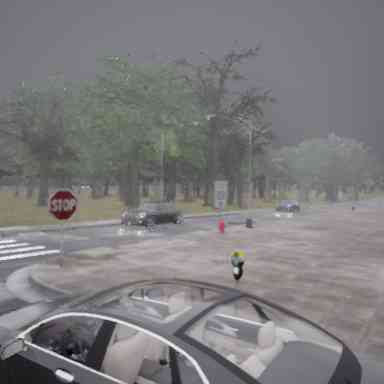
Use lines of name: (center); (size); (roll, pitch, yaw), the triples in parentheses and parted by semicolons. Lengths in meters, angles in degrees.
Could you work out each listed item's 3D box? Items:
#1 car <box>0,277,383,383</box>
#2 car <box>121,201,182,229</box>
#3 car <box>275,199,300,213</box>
car: (-0.474, 1.544, 3.127); (4.403, 1.369, 2.008); (0, 1, 36)
car: (-2.674, 1.447, 22.934); (2.097, 1.767, 4.553); (2, 0, 35)
car: (12.954, 1.786, 44.790); (2.097, 1.767, 4.553); (2, 0, 36)
